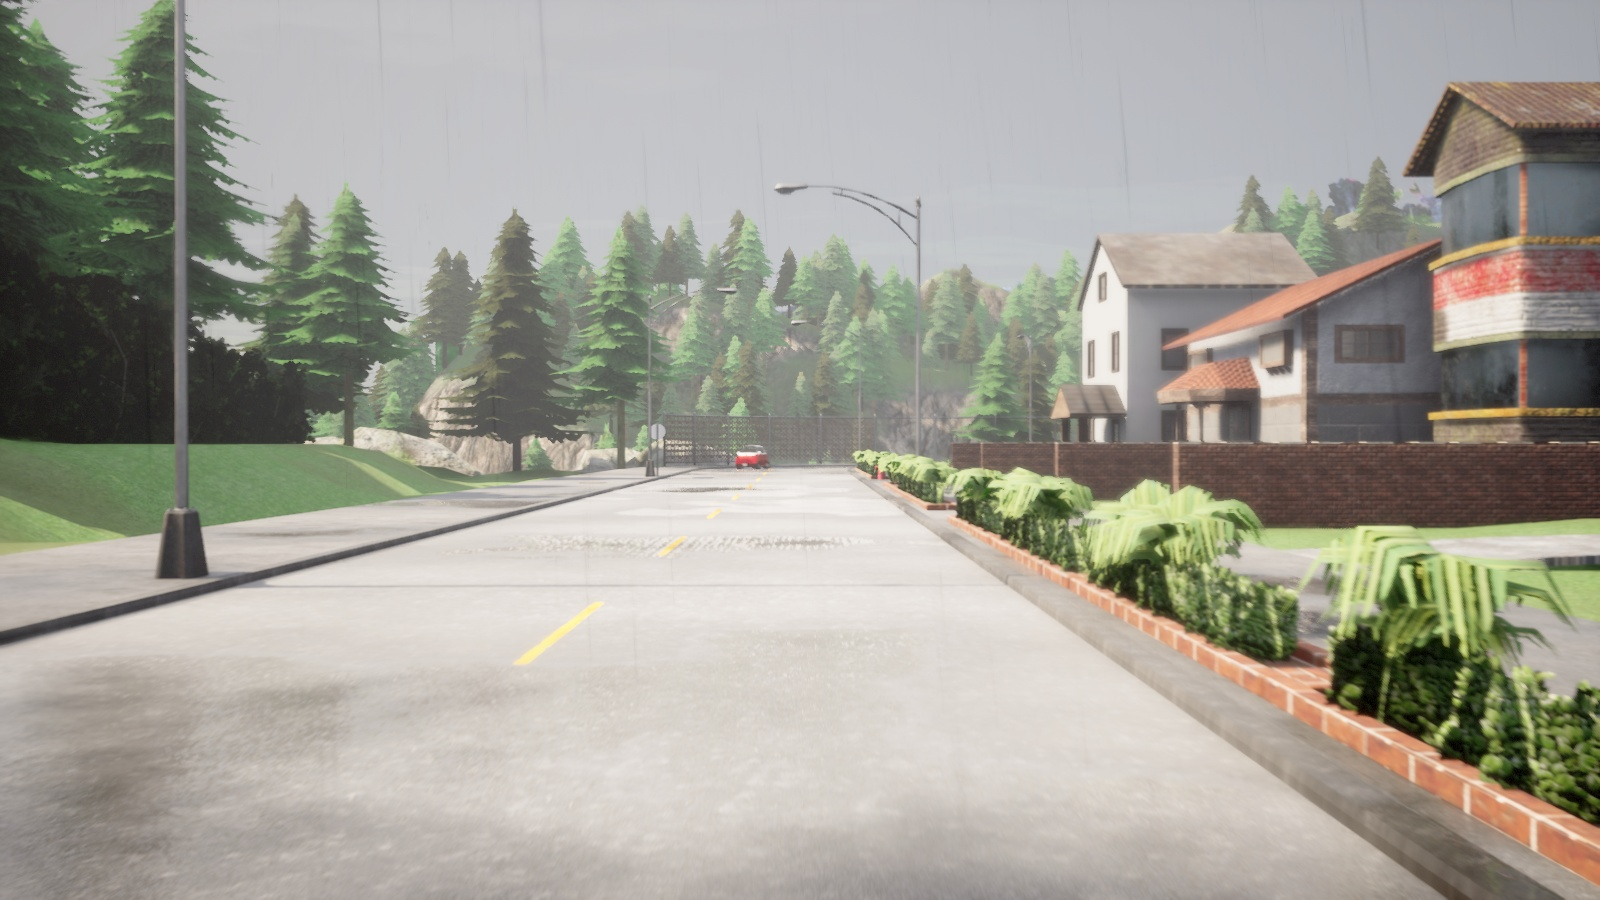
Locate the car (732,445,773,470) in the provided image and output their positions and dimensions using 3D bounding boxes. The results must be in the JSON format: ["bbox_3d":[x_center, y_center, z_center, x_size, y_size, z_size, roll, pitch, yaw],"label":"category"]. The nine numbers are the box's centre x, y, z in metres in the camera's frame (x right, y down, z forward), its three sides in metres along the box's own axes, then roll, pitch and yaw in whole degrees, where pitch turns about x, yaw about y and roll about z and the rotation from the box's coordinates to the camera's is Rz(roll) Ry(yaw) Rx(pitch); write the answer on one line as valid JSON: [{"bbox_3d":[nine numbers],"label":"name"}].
[{"bbox_3d":[-2.651,0.404,70.496,1.481,1.376,2.207,0,0,24],"label":"car"}]
